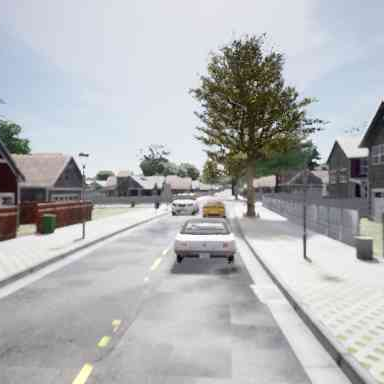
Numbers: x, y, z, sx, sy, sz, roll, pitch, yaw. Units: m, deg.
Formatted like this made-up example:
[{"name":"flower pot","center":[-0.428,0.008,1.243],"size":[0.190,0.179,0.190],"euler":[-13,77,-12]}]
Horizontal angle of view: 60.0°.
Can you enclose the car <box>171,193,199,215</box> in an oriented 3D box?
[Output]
[{"name":"car","center":[-0.602,1.152,32.576],"size":[2.150,2.045,5.566],"euler":[0,0,7]}]

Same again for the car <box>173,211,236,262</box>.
[{"name":"car","center":[0.494,1.582,12.000],"size":[1.895,1.301,4.718],"euler":[0,0,3]}]

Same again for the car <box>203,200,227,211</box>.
[{"name":"car","center":[1.997,1.423,29.226],"size":[1.882,1.535,5.008],"euler":[0,0,6]}]
